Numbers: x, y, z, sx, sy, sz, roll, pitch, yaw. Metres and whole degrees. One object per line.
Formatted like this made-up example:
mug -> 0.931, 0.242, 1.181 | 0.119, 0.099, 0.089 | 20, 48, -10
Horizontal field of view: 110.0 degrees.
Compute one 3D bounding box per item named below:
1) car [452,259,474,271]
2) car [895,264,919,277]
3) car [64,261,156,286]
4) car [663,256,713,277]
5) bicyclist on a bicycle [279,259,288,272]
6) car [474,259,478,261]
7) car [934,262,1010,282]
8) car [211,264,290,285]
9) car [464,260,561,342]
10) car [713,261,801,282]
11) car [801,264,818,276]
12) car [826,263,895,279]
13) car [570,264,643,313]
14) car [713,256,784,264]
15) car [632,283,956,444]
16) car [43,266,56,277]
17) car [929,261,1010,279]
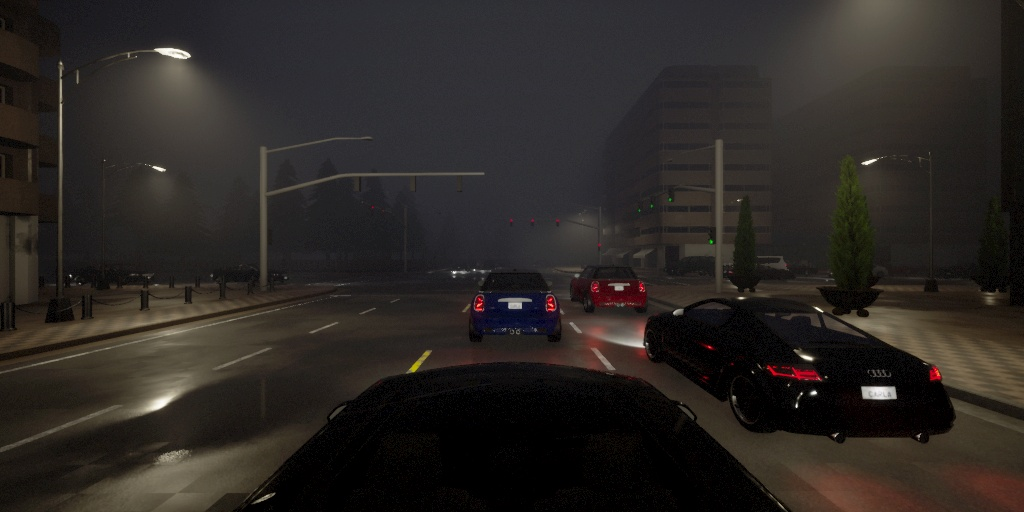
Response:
car -> -6.845, 1.314, 48.692 | 1.994, 1.385, 4.181 | 0, 0, 3
car -> 38.238, 1.406, 36.598 | 4.718, 1.301, 1.895 | 0, 0, 0
car -> -28.460, 1.297, 25.671 | 4.902, 1.511, 2.128 | 0, 0, 0
car -> 18.432, 1.028, 36.537 | 5.566, 2.045, 2.150 | 0, 0, 0
bicyclist on a bicycle -> -25.600, 1.106, 40.164 | 0.582, 1.620, 1.656 | 0, 0, 0
car -> -6.229, 1.255, 57.580 | 1.837, 1.490, 4.892 | 0, 0, 7
car -> 38.326, 1.283, 29.407 | 5.008, 1.535, 1.882 | 0, 0, 0
car -> -18.682, 1.298, 25.705 | 4.902, 1.511, 2.128 | 0, 0, 0
car -> 0.085, 1.102, 9.945 | 2.097, 1.767, 4.553 | 0, 0, 0
car -> 19.912, 1.353, 29.309 | 5.357, 1.411, 2.033 | 0, 0, 0
car -> 28.192, 1.406, 36.571 | 4.718, 1.301, 1.895 | 0, 0, 0
car -> 31.815, 1.331, 33.081 | 4.674, 1.442, 1.812 | 0, 0, 0
car -> 3.609, 1.102, 14.172 | 2.097, 1.767, 4.553 | 0, 0, 0
car -> 22.178, 1.027, 33.051 | 5.566, 2.045, 2.150 | 0, 0, 0
car -> 3.608, 1.314, 5.531 | 1.994, 1.385, 4.181 | 0, 0, 0
car -> -44.246, 1.297, 36.315 | 4.902, 1.511, 2.128 | 0, 0, 0
car -> 42.139, 1.283, 33.101 | 5.008, 1.535, 1.882 | 0, 0, 0
